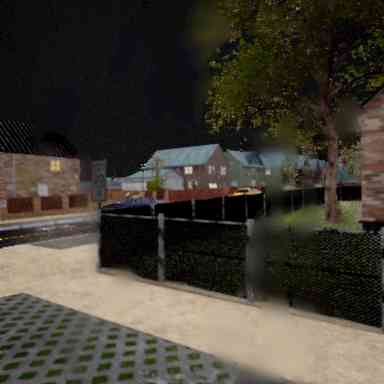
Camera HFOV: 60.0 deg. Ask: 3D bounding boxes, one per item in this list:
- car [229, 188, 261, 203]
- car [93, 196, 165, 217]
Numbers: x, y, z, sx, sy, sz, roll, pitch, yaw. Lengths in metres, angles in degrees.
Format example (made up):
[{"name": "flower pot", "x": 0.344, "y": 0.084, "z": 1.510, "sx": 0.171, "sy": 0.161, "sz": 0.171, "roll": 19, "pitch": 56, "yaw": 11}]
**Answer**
[{"name": "car", "x": 5.704, "y": 0.338, "z": 35.609, "sx": 1.882, "sy": 1.535, "sz": 5.008, "roll": -1, "pitch": 2, "yaw": 36}, {"name": "car", "x": -3.958, "y": 0.991, "z": 22.294, "sx": 2.033, "sy": 1.411, "sz": 5.357, "roll": -1, "pitch": 2, "yaw": 36}]
